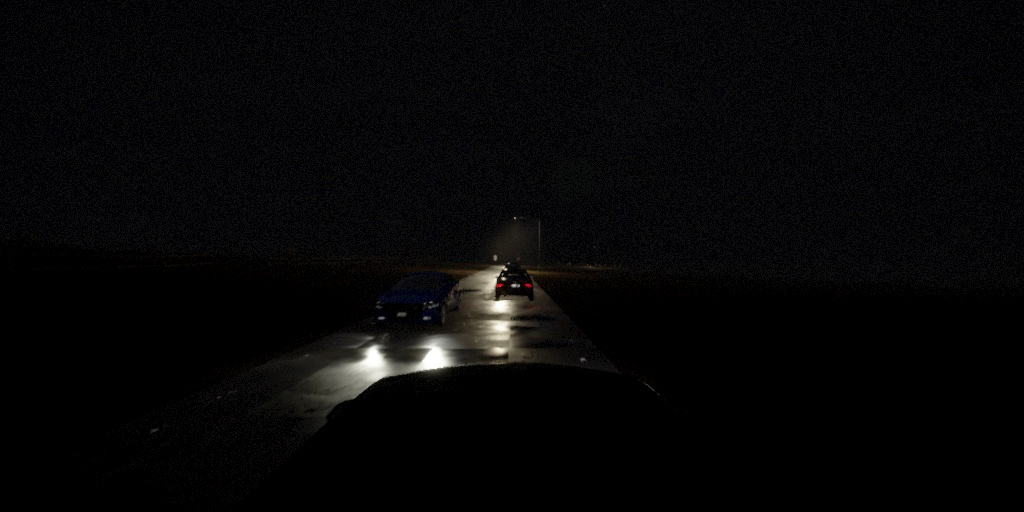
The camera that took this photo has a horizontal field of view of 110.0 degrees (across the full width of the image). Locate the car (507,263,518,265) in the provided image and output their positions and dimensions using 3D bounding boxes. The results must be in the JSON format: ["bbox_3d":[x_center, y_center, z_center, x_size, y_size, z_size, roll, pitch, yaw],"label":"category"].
[{"bbox_3d":[0.088,1.449,39.969,1.994,1.385,4.181,0,0,0],"label":"car"}]

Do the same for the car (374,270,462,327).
[{"bbox_3d":[-2.853,1.246,11.768,1.882,1.535,5.008,0,0,0],"label":"car"}]

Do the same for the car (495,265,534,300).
[{"bbox_3d":[0.094,1.335,18.026,2.033,1.411,5.357,0,0,0],"label":"car"}]
